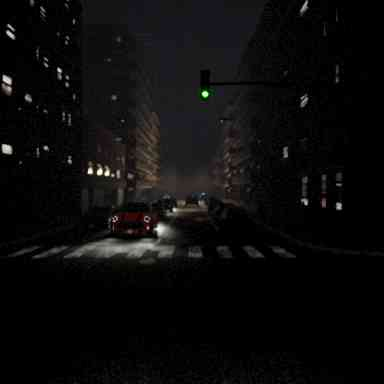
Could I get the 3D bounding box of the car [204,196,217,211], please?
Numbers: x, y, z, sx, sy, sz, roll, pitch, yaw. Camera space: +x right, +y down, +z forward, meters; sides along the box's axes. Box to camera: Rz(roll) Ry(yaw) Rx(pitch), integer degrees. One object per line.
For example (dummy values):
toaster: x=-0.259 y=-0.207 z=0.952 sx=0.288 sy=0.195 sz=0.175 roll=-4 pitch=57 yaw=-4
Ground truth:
car: x=2.666 y=1.484 z=37.602 sx=1.887 sy=1.381 sz=4.507 roll=0 pitch=0 yaw=0

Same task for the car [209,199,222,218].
car: x=2.671 y=1.521 z=26.555 sx=1.947 sy=1.339 sz=4.313 roll=0 pitch=0 yaw=0

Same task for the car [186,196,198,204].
car: x=-0.029 y=1.474 z=60.493 sx=1.994 sy=1.385 sz=4.181 roll=0 pitch=0 yaw=0

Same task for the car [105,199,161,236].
car: x=-3.051 y=1.319 z=18.284 sx=2.097 sy=1.767 sz=4.553 roll=0 pitch=0 yaw=-2

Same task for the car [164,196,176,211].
car: x=-3.105 y=1.465 z=37.374 sx=1.812 sy=1.442 sz=4.674 roll=0 pitch=0 yaw=0

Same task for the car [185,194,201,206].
car: x=-0.026 y=1.272 z=52.088 sx=2.097 sy=1.767 sz=4.553 roll=0 pitch=0 yaw=0

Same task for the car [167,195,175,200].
car: x=-5.741 y=1.444 z=92.845 sx=1.947 sy=1.339 sz=4.313 roll=0 pitch=0 yaw=0

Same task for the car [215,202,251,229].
car: x=2.674 y=1.545 z=21.032 sx=1.802 sy=1.307 sz=4.206 roll=0 pitch=0 yaw=0

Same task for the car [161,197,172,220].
car: x=-3.112 y=1.445 z=27.391 sx=2.128 sy=1.511 sz=4.902 roll=0 pitch=0 yaw=0

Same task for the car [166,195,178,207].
car: x=-3.083 y=1.417 z=47.645 sx=2.128 sy=1.511 sz=4.902 roll=0 pitch=0 yaw=0

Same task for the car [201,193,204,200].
car: x=3.113 y=1.390 z=58.599 sx=1.882 sy=1.535 sz=5.008 roll=0 pitch=0 yaw=0

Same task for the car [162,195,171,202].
car: x=-5.734 y=1.419 z=76.105 sx=1.752 sy=1.417 sz=4.829 roll=0 pitch=0 yaw=0

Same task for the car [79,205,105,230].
car: x=-5.707 y=1.529 z=21.040 sx=1.947 sy=1.339 sz=4.313 roll=0 pitch=0 yaw=0

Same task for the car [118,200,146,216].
car: x=-5.713 y=1.512 z=32.087 sx=1.947 sy=1.339 sz=4.313 roll=0 pitch=0 yaw=0

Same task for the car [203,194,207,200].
car: x=3.124 y=1.446 z=51.599 sx=1.812 sy=1.442 sz=4.674 roll=0 pitch=0 yaw=0
